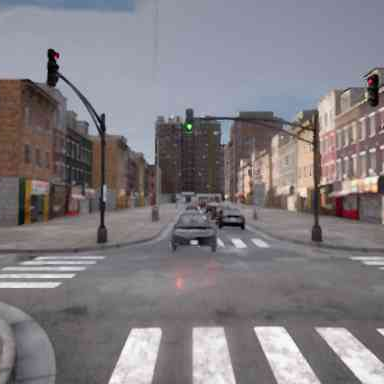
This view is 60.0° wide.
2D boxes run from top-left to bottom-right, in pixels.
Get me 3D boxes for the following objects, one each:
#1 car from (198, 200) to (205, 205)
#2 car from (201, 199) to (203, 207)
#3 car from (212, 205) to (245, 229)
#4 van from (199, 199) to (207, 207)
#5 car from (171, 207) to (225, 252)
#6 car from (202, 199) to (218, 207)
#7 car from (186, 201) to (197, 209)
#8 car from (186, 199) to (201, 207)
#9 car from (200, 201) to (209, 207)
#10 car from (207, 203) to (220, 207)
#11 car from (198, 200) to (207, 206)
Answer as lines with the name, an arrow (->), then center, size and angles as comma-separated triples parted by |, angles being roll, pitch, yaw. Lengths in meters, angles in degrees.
car -> 2.588, 3.073, 94.115 | 1.802, 1.307, 4.206 | 1, -1, 0
car -> 2.617, 2.167, 61.498 | 2.192, 1.841, 5.009 | 1, -1, 0
car -> 2.641, 1.824, 23.435 | 1.947, 1.339, 4.313 | 1, -1, 0
van -> 2.604, 2.498, 77.809 | 1.690, 1.788, 3.998 | 1, -1, 0
car -> 0.089, 1.683, 15.021 | 2.128, 1.511, 4.902 | 0, 0, 0
car -> 2.721, 2.021, 43.153 | 1.882, 1.535, 5.008 | 0, -1, 0
car -> -0.043, 2.443, 63.956 | 2.033, 1.411, 5.357 | 0, -1, 0
car -> 0.015, 2.265, 53.751 | 2.033, 1.411, 5.357 | 0, -1, 0
car -> 2.604, 2.634, 72.367 | 1.802, 1.307, 4.206 | 1, -1, 0
car -> 2.636, 1.897, 28.872 | 1.947, 1.339, 4.313 | 1, -1, 0
car -> 2.596, 2.810, 83.242 | 1.887, 1.381, 4.507 | 1, -1, 0
